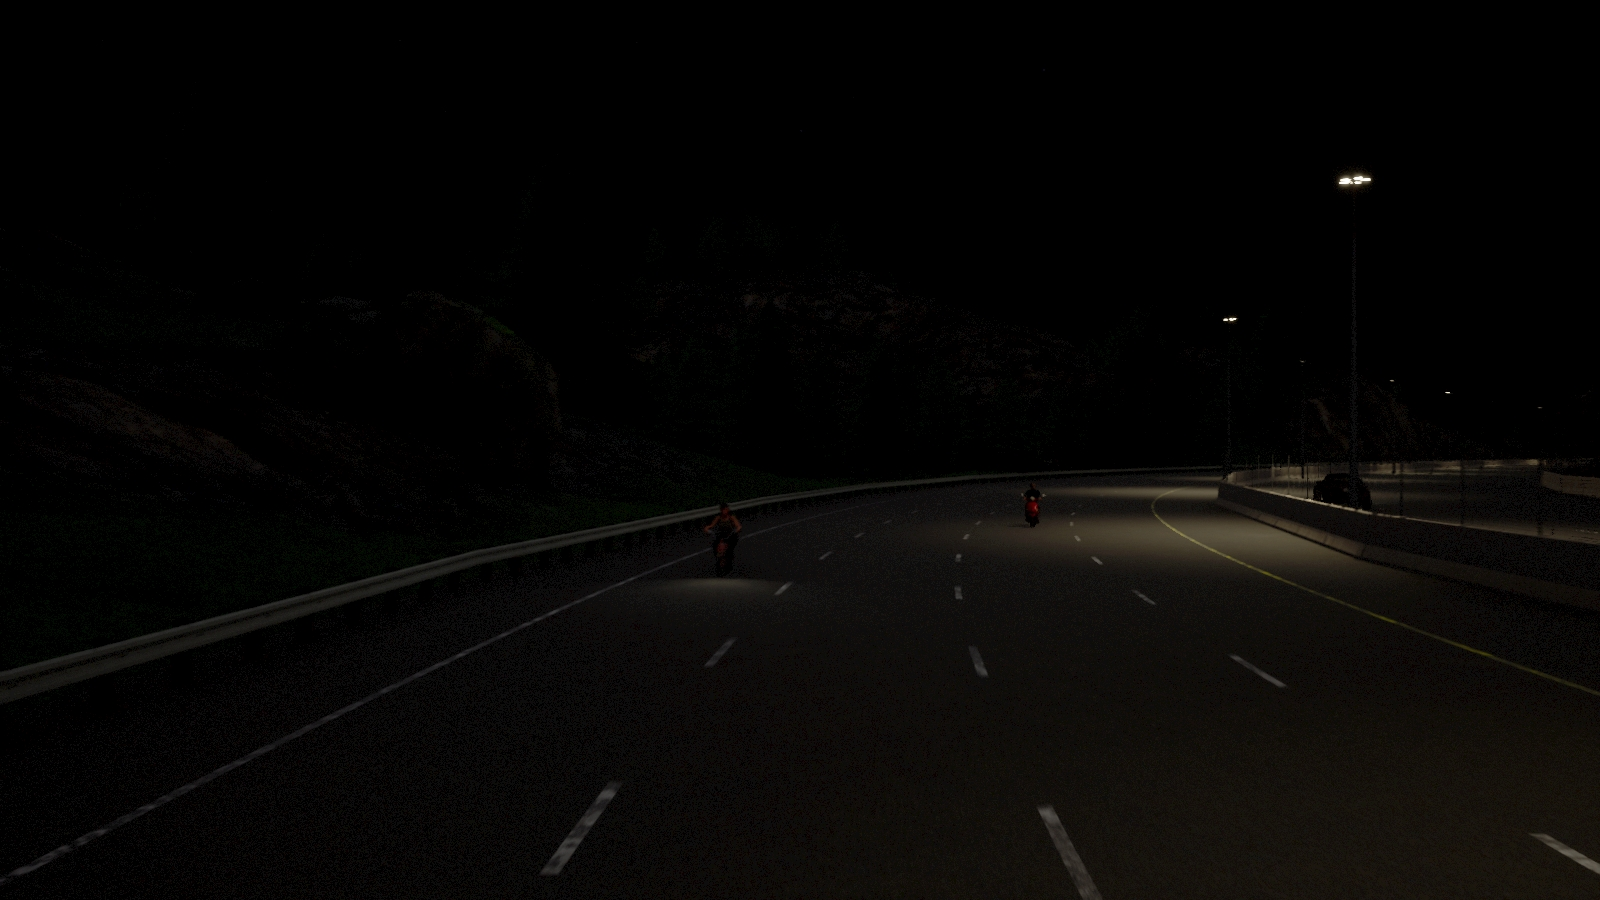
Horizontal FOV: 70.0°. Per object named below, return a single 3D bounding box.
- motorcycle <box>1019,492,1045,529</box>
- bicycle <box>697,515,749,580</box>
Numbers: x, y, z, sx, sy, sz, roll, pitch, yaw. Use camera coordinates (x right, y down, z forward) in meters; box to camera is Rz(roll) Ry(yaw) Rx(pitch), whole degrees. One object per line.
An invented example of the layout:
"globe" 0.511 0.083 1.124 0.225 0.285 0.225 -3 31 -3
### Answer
"motorcycle" 8.446 2.195 41.538 0.856 1.236 1.805 0 0 13
"bicycle" -1.689 2.146 25.310 0.859 1.295 1.487 0 0 8
